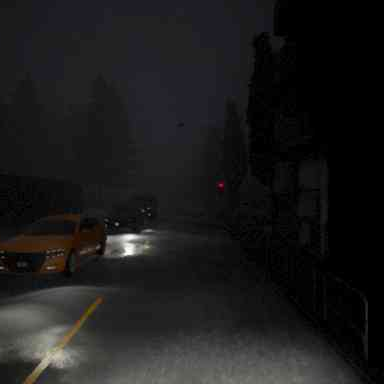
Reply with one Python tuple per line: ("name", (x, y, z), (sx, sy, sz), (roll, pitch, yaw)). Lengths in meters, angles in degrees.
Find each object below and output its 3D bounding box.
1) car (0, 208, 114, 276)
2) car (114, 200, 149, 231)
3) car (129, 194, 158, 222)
("car", (-4.096, 1.477, 10.517), (1.882, 1.535, 5.008), (0, 0, 0))
("car", (-4.064, 1.504, 20.543), (1.837, 1.490, 4.892), (0, 0, 1))
("car", (-4.004, 1.197, 26.697), (2.150, 2.045, 5.566), (0, 0, 0))
